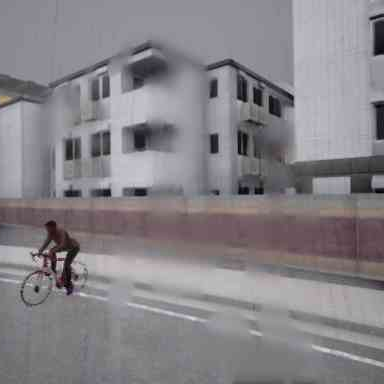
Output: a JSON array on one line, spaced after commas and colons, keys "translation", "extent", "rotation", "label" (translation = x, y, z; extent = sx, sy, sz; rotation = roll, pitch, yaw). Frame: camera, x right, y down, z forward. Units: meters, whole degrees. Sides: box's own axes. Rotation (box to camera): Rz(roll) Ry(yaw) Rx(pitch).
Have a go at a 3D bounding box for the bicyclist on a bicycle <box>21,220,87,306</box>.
[{"translation": [-2.786, 1.407, 6.888], "extent": [0.582, 1.620, 1.656], "rotation": [0, 0, 28], "label": "bicyclist on a bicycle"}]
